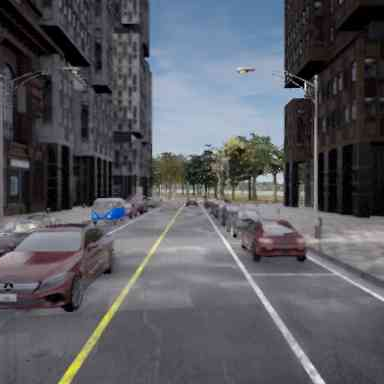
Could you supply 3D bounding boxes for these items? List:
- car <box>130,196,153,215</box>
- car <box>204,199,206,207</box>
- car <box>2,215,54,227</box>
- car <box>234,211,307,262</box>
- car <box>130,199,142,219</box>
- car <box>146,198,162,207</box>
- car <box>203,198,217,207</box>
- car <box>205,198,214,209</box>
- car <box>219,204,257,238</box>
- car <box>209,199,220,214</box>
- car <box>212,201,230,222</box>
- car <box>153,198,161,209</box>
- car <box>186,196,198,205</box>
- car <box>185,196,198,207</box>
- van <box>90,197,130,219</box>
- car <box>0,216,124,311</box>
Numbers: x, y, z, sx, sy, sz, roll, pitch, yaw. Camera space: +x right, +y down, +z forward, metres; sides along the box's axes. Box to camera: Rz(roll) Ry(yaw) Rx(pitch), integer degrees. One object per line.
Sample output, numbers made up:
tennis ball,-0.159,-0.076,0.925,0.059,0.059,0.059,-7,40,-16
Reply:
car,-5.780,1.319,34.546,2.192,1.841,5.009,0,0,0
car,2.742,1.574,45.858,1.887,1.381,4.507,-1,0,0
car,-5.771,1.545,11.871,2.008,1.369,4.403,0,0,0
car,2.754,1.577,11.843,1.802,1.307,4.206,0,0,0
car,-5.776,1.579,28.878,1.802,1.307,4.206,0,0,0
car,-5.784,1.597,51.554,2.008,1.369,4.403,-1,0,0
car,2.741,1.612,51.526,1.947,1.339,4.313,-1,0,0
car,2.746,1.555,34.519,2.008,1.369,4.403,-1,0,0
car,2.752,1.545,17.513,2.008,1.369,4.403,0,0,0
car,2.749,1.580,28.850,1.802,1.307,4.206,0,0,0
car,2.750,1.546,23.182,2.008,1.369,4.403,0,0,0
car,-5.782,1.595,45.886,1.947,1.339,4.313,-1,0,0
car,-0.017,1.574,62.408,2.128,1.511,4.902,0,0,0
car,-0.014,1.575,52.343,1.812,1.442,4.674,0,0,0
van,-5.776,1.335,23.209,1.690,1.788,3.998,0,0,0
car,-3.081,1.521,7.894,1.812,1.442,4.674,0,0,0
